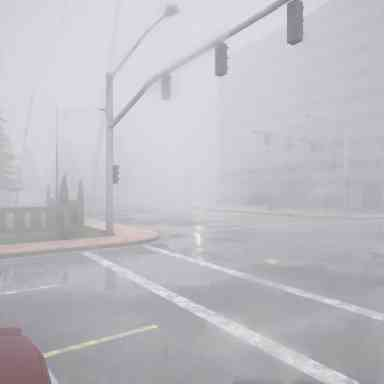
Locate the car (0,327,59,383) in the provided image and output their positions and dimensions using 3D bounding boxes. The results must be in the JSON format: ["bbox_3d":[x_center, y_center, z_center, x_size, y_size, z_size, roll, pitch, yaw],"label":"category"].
[{"bbox_3d":[-3.096,1.601,1.571,4.718,1.301,1.895,0,0,-35],"label":"car"}]
